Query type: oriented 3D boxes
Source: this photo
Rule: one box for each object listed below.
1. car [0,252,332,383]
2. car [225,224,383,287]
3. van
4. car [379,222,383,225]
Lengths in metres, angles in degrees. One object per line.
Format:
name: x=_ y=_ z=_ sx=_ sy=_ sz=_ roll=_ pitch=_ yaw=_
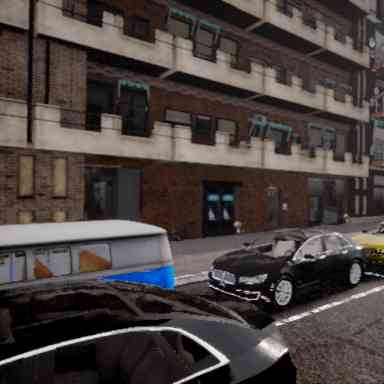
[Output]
car: x=-1.379 y=1.505 z=2.089 sx=4.892 sy=1.490 sz=1.837 roll=0 pitch=0 yaw=-36
car: x=2.372 y=1.556 z=7.779 sx=4.403 sy=1.369 sz=2.008 roll=0 pitch=1 yaw=-36
van: x=-2.155 y=1.341 z=4.542 sx=3.998 sy=1.788 sz=1.690 roll=0 pitch=1 yaw=-35
car: x=6.761 y=1.537 z=10.911 sx=4.829 sy=1.417 sz=1.752 roll=0 pitch=1 yaw=-36
